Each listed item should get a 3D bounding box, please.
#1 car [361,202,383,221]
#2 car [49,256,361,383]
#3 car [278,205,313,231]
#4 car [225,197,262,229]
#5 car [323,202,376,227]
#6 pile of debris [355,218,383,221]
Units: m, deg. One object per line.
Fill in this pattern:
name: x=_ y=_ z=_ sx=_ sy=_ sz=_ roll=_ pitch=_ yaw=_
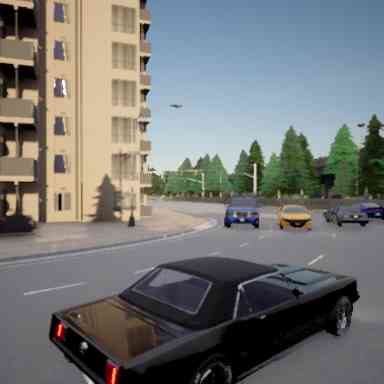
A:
car: x=14.687 y=1.612 z=28.591 sx=1.882 sy=1.535 sz=5.008 roll=0 pitch=0 yaw=2
car: x=0.630 y=1.638 z=4.881 sx=4.718 sy=1.301 sz=1.895 roll=0 pitch=-1 yaw=-41
car: x=6.738 y=1.609 z=21.967 sx=1.882 sy=1.535 sz=5.008 roll=0 pitch=0 yaw=13
car: x=3.665 y=1.382 z=23.388 sx=2.150 sy=2.045 sz=5.566 roll=0 pitch=0 yaw=12
car: x=11.014 y=1.669 z=24.067 sx=2.033 sy=1.411 sz=5.357 roll=0 pitch=0 yaw=9
pile of debris: x=14.975 y=2.305 z=28.191 sx=1.500 sy=0.140 sz=1.860 roll=0 pitch=0 yaw=1
